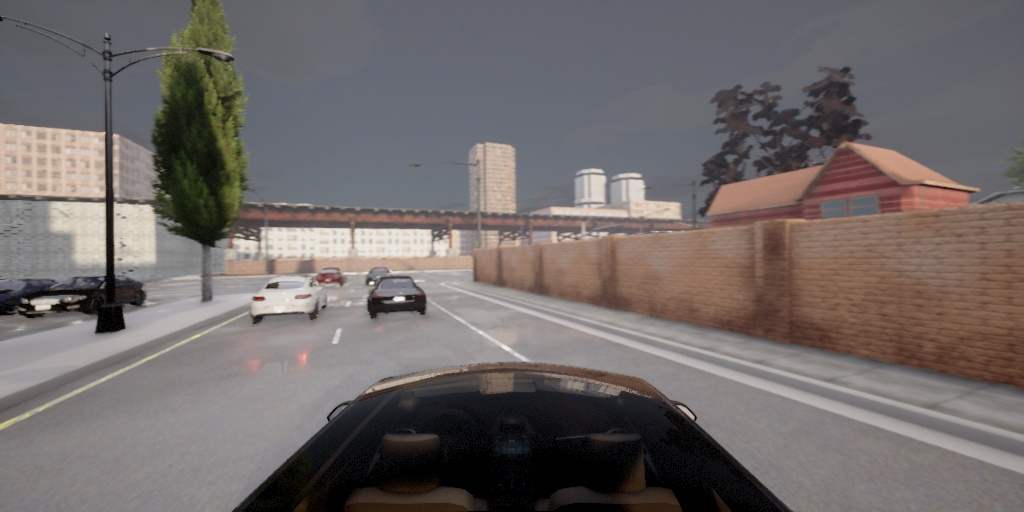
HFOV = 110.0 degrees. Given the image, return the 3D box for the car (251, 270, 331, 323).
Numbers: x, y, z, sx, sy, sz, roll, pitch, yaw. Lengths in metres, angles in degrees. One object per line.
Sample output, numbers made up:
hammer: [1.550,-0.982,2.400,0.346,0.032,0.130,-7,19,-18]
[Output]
car: [-7.934,1.447,13.048,1.812,1.442,4.674,-1,0,-22]

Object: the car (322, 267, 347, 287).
car: [-14.021,1.599,27.912,1.812,1.442,4.674,-1,0,-20]

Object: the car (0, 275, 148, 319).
car: [-17.469,1.578,14.931,2.128,1.511,4.902,-1,0,-22]

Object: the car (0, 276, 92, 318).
car: [-21.495,1.703,15.559,2.033,1.411,5.357,-1,0,-22]

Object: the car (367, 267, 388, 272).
car: [-10.580,1.584,28.738,1.994,1.385,4.181,-1,0,-20]

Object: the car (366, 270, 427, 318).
car: [-4.509,1.431,13.903,1.994,1.385,4.181,-1,0,-21]
